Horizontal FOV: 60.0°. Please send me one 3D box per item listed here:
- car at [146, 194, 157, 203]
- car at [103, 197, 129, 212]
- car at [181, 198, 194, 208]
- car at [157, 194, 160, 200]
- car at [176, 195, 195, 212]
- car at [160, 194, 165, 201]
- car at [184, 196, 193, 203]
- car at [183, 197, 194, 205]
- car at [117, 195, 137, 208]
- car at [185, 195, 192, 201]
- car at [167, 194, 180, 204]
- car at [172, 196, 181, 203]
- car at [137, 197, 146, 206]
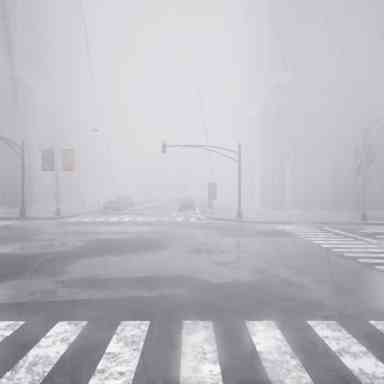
[{"bbox_3d":[-9.265,1.665,71.445,1.802,1.307,4.206,0,0,0],"label":"car"},{"bbox_3d":[-9.090,1.572,38.890,1.947,1.339,4.313,0,0,0],"label":"car"},{"bbox_3d":[-0.623,1.612,49.782,1.802,1.307,4.206,0,0,0],"label":"car"},{"bbox_3d":[-9.295,1.413,76.872,2.192,1.841,5.009,0,0,0],"label":"car"},{"bbox_3d":[-0.566,1.446,38.933,1.967,1.590,4.097,0,0,0],"label":"car"},{"bbox_3d":[-9.381,1.691,93.149,1.887,1.381,4.507,0,0,0],"label":"car"},{"bbox_3d":[-0.741,1.609,71.652,1.752,1.417,4.829,0,0,0],"label":"car"},{"bbox_3d":[-0.682,1.600,60.632,1.887,1.381,4.507,0,0,0],"label":"car"},{"bbox_3d":[-9.120,1.333,44.316,2.192,1.841,5.009,0,0,0],"label":"car"},{"bbox_3d":[-0.857,1.691,93.182,1.887,1.381,4.507,0,0,0],"label":"car"},{"bbox_3d":[-3.369,1.573,65.700,1.837,1.490,4.892,0,0,0],"label":"car"},{"bbox_3d":[-3.522,1.647,75.785,1.994,1.385,4.181,0,0,0],"label":"car"},{"bbox_3d":[-9.176,1.567,54.998,1.752,1.417,4.829,0,0,0],"label":"car"}]
